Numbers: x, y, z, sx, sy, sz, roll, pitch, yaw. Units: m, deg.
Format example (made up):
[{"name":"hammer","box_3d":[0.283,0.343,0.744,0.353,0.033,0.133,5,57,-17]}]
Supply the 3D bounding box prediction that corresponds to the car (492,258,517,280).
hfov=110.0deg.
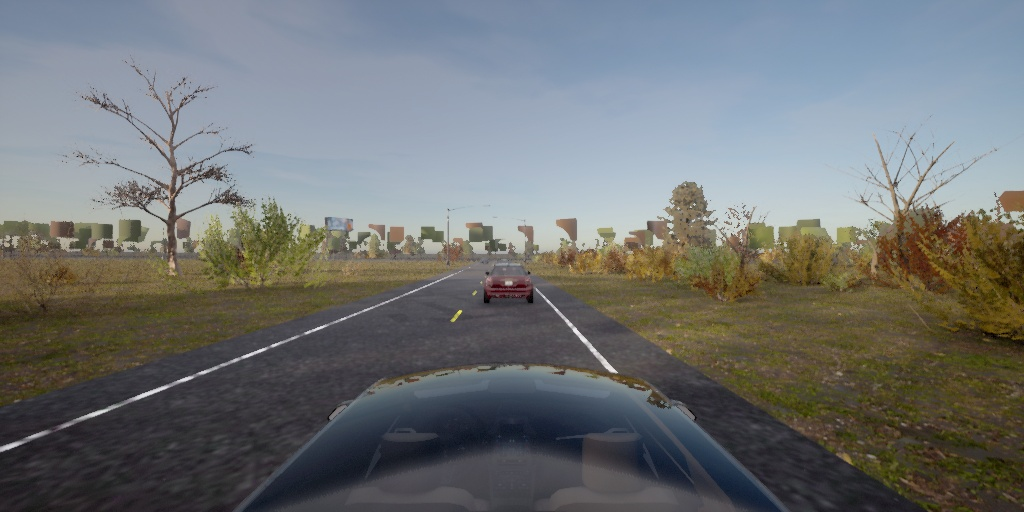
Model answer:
[{"name":"car","box_3d":[-0.689,1.090,31.559,2.097,1.767,4.553,0,0,-2]}]

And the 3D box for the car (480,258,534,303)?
[{"name":"car","box_3d":[-0.178,1.107,16.542,2.097,1.767,4.553,0,0,-1]}]
